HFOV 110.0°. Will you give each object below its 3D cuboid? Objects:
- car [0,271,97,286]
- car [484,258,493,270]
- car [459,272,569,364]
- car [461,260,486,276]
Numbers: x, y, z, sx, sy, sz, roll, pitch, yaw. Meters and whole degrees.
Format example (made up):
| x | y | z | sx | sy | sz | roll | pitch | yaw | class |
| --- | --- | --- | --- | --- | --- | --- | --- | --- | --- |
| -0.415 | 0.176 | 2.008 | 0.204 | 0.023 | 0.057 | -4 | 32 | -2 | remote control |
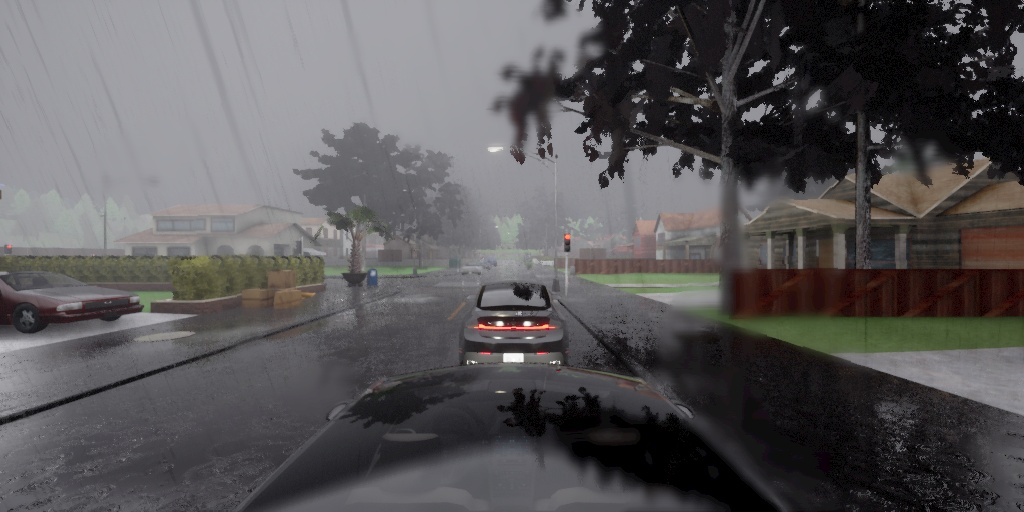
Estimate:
| x | y | z | sx | sy | sz | roll | pitch | yaw | class |
| --- | --- | --- | --- | --- | --- | --- | --- | --- | --- |
| -34.260 | 1.242 | 26.761 | 4.902 | 1.511 | 2.128 | 0 | 0 | 0 | car |
| -4.096 | 1.314 | 50.622 | 1.994 | 1.385 | 4.181 | 0 | 0 | 0 | car |
| 0.043 | 1.255 | 7.686 | 1.837 | 1.490 | 4.892 | 0 | 0 | 0 | car |
| -4.099 | 1.351 | 37.319 | 1.895 | 1.301 | 4.718 | 0 | 0 | 0 | car |
